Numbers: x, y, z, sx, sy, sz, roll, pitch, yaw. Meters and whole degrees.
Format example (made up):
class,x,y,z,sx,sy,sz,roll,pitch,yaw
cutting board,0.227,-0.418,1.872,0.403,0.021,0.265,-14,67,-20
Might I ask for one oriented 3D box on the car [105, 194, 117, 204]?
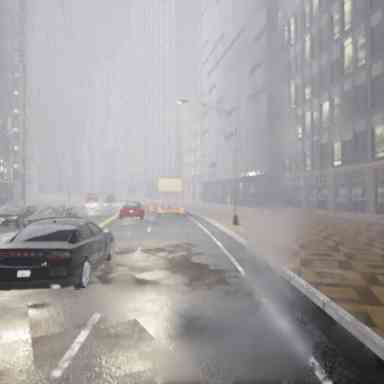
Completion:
class,x,y,z,sx,sy,sz,roll,pitch,yaw
car,-14.602,1.199,59.802,2.097,1.767,4.553,0,0,-14

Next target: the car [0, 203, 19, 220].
class,x,y,z,sx,sy,sz,roll,pitch,yaw
car,-10.941,1.439,20.808,2.128,1.511,4.902,0,0,-6

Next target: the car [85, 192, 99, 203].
class,x,y,z,sx,sy,sz,roll,pitch,yaw
car,-18.484,1.051,61.810,2.150,2.045,5.566,0,0,-15

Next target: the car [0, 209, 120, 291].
class,x,y,z,sx,sy,sz,roll,pitch,yaw
car,-3.422,1.457,9.043,1.882,1.535,5.008,0,0,-2

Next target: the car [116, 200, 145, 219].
class,x,y,z,sx,sy,sz,roll,pitch,yaw
car,-5.041,1.493,28.325,1.994,1.385,4.181,0,0,-7

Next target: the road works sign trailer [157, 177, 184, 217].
class,x,y,z,sx,sy,sz,roll,pitch,yaw
road works sign trailer,-2.002,0.391,30.384,2.380,3.560,2.880,0,0,-9

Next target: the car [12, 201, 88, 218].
class,x,y,z,sx,sy,sz,roll,pitch,yaw
car,-7.444,1.447,18.056,2.128,1.511,4.902,0,0,-5

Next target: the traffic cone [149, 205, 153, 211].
class,x,y,z,sx,sy,sz,roll,pitch,yaw
traffic cone,-4.425,1.864,37.097,0.340,0.580,0.340,0,0,-9
